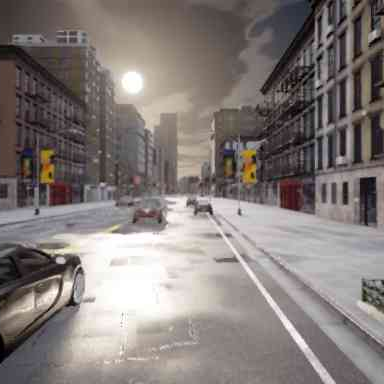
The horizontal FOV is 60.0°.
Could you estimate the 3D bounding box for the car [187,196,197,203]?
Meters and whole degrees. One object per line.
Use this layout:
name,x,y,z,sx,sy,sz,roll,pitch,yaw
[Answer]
car,-0.002,1.520,67.864,2.033,1.411,5.357,0,0,0

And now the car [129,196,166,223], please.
car,-3.151,1.361,25.398,2.097,1.767,4.553,0,0,0

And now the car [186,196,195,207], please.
car,-0.001,1.611,52.992,1.895,1.301,4.718,0,0,0

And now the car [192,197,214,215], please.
car,1.137,1.537,33.657,1.812,1.442,4.674,0,0,0

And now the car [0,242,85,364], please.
car,-3.150,1.479,4.951,1.882,1.535,5.008,0,0,0

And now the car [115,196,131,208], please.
car,-9.815,1.362,48.763,2.097,1.767,4.553,0,0,0

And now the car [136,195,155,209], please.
car,-6.571,1.362,47.259,2.097,1.767,4.553,0,0,0
